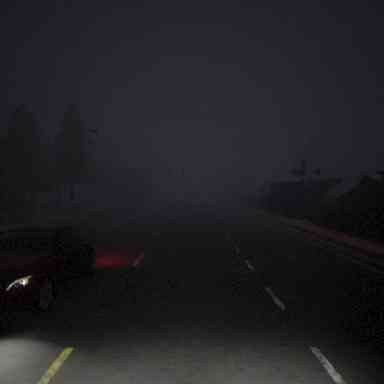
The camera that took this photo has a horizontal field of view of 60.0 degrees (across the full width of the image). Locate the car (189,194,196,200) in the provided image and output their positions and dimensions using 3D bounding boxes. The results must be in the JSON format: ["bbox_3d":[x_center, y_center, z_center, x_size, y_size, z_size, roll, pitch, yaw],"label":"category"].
[{"bbox_3d":[0.085,1.283,85.030,1.837,1.490,4.892,0,0,-2],"label":"car"}]

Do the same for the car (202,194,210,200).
[{"bbox_3d":[3.586,1.317,85.031,2.033,1.411,5.357,0,0,-2],"label":"car"}]

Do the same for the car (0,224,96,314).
[{"bbox_3d":[-3.603,1.514,7.709,1.812,1.442,4.674,0,0,0],"label":"car"}]
